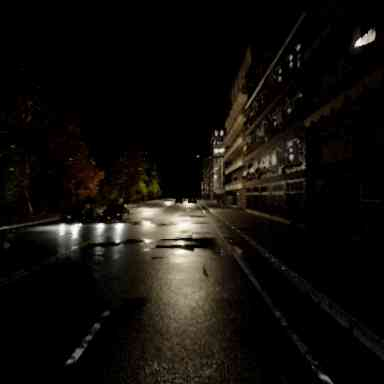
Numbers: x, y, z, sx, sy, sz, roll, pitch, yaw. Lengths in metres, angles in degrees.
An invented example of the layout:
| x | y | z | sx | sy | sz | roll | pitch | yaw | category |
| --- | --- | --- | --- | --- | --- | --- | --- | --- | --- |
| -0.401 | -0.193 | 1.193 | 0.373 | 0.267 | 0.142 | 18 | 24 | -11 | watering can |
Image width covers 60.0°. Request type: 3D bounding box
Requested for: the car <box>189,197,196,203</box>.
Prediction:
| x | y | z | sx | sy | sz | roll | pitch | yaw | category |
| --- | --- | --- | --- | --- | --- | --- | --- | --- | --- |
| 0.014 | 2.194 | 90.452 | 1.837 | 1.490 | 4.892 | 0 | -1 | 0 | car |

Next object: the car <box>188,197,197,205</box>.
| x | y | z | sx | sy | sz | roll | pitch | yaw | category |
| --- | --- | --- | --- | --- | --- | --- | --- | --- | --- |
| 0.013 | 2.111 | 80.417 | 2.097 | 1.767 | 4.553 | 0 | -1 | 0 | car |

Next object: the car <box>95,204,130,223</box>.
| x | y | z | sx | sy | sz | roll | pitch | yaw | category |
| --- | --- | --- | --- | --- | --- | --- | --- | --- | --- |
| -6.529 | 1.786 | 28.517 | 1.812 | 1.442 | 4.674 | 0 | -1 | 1 | car |

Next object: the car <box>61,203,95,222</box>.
| x | y | z | sx | sy | sz | roll | pitch | yaw | category |
| --- | --- | --- | --- | --- | --- | --- | --- | --- | --- |
| -9.775 | 1.756 | 28.976 | 2.128 | 1.511 | 4.902 | 0 | -1 | 1 | car |

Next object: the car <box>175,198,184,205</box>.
| x | y | z | sx | sy | sz | roll | pitch | yaw | category |
| --- | --- | --- | --- | --- | --- | --- | --- | --- | --- |
| -3.237 | 2.279 | 80.445 | 1.812 | 1.442 | 4.674 | 0 | -1 | 0 | car |

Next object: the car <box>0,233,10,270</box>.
| x | y | z | sx | sy | sz | roll | pitch | yaw | category |
| --- | --- | --- | --- | --- | --- | --- | --- | --- | --- |
| -6.581 | 1.601 | 8.568 | 1.812 | 1.442 | 4.674 | 0 | -1 | 0 | car |

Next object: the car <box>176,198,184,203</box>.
| x | y | z | sx | sy | sz | roll | pitch | yaw | category |
| --- | --- | --- | --- | --- | --- | --- | --- | --- | --- |
| -3.236 | 2.232 | 90.452 | 2.033 | 1.411 | 5.357 | 0 | -1 | 0 | car |
